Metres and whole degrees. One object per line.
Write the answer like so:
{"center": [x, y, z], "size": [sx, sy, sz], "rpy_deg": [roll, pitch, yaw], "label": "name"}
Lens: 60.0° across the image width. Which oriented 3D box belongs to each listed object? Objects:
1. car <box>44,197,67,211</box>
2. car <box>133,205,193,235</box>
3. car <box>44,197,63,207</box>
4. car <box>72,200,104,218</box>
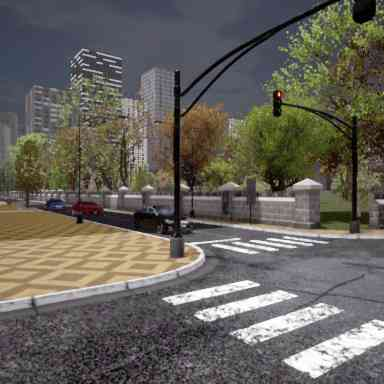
{"center": [-17.588, 1.648, 42.740], "size": [1.812, 1.442, 4.674], "rpy_deg": [0, 0, -34], "label": "car"}
{"center": [-1.804, 1.530, 19.421], "size": [2.128, 1.511, 4.902], "rpy_deg": [0, 0, -34], "label": "car"}
{"center": [-24.149, 1.673, 58.032], "size": [2.128, 1.511, 4.902], "rpy_deg": [0, 0, -34], "label": "car"}
{"center": [-9.890, 1.559, 31.333], "size": [1.882, 1.535, 5.008], "rpy_deg": [0, -1, -34], "label": "car"}
